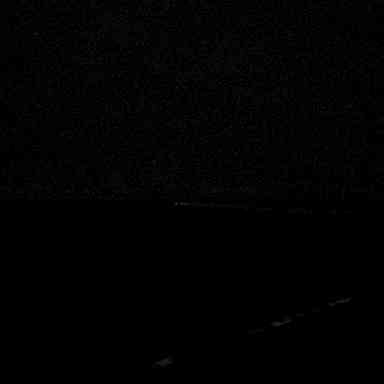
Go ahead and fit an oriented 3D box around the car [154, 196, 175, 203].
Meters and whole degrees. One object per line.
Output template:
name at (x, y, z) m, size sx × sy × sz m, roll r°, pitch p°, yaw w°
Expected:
car at (-4.919, 1.303, 59.744) m, size 1.895 × 1.301 × 4.718 m, roll 0°, pitch 0°, yaw -35°
